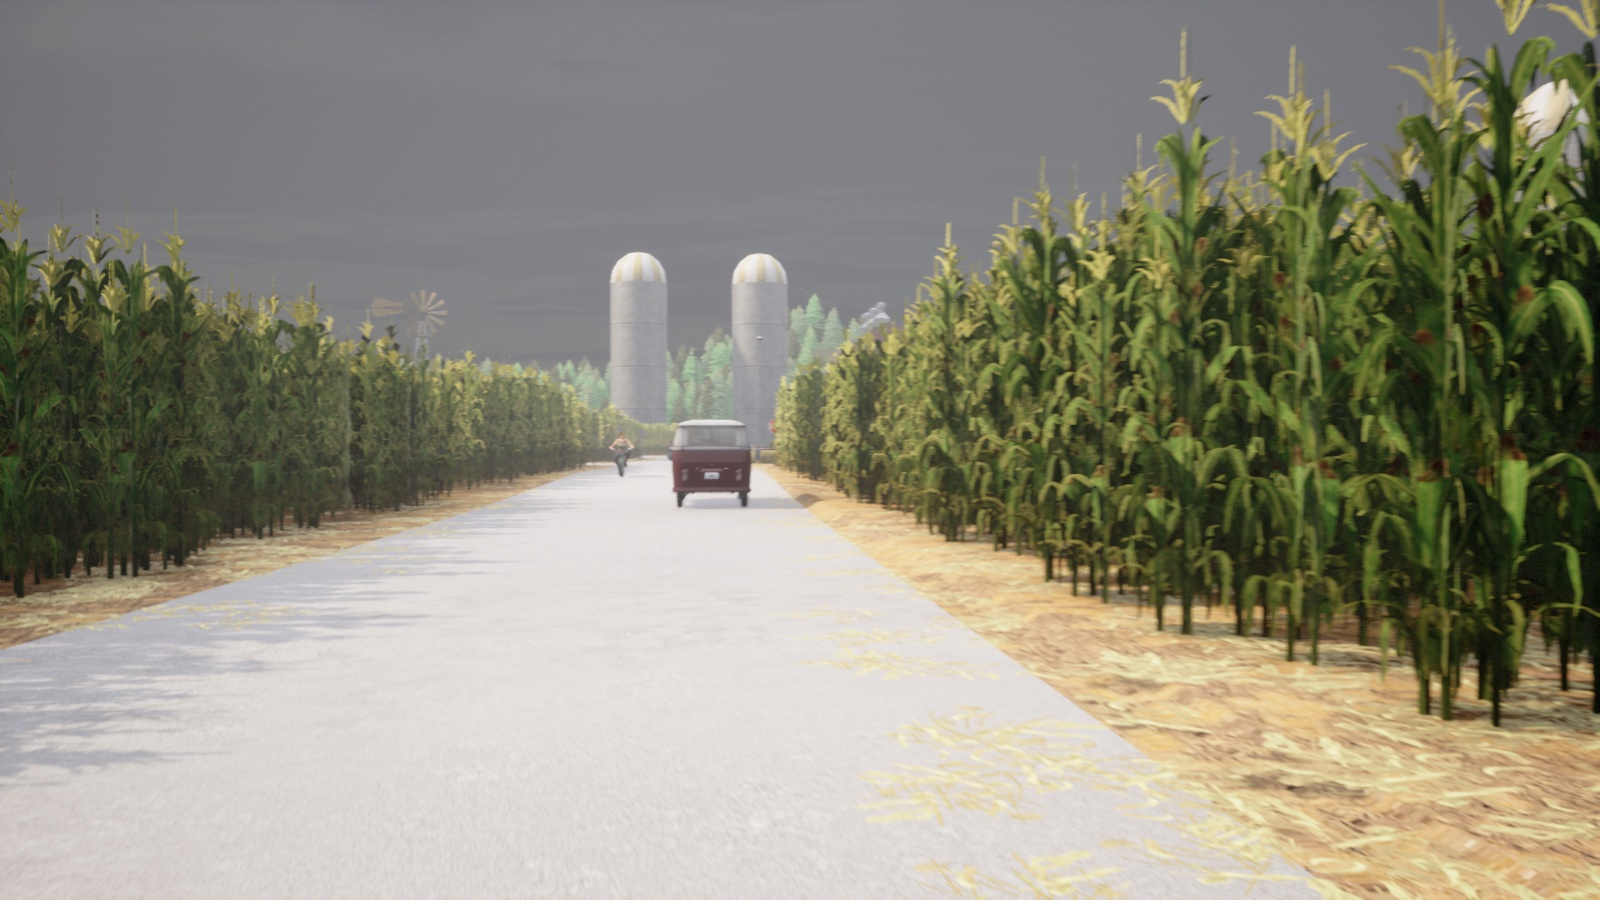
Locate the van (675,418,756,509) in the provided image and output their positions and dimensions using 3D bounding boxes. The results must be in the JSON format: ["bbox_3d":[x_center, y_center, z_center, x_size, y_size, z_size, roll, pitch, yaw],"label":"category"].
[{"bbox_3d":[-1.988,0.257,29.666,1.775,1.987,4.442,0,1,-4],"label":"van"}]
